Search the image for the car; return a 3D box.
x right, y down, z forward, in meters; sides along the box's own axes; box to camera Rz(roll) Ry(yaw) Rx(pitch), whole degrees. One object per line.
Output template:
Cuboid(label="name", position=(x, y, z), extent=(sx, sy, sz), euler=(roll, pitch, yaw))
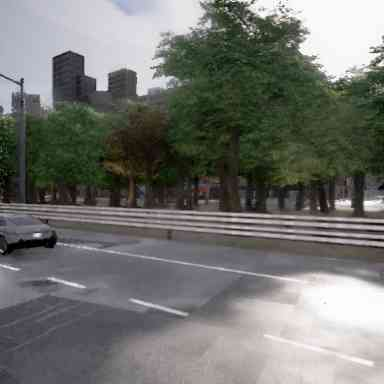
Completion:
Cuboid(label="car", position=(-7.320, 1.564, 13.395), extent=(4.181, 1.385, 1.994), euler=(0, 0, 36))
